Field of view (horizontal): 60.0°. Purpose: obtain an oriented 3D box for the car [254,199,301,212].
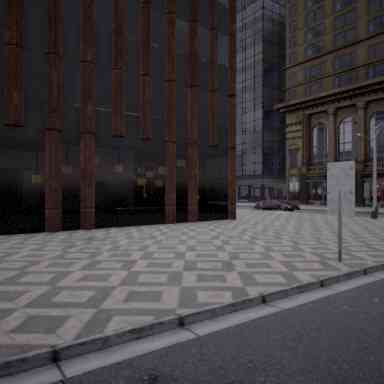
[{"bbox_3d":[9.344,1.468,37.010,2.033,1.411,5.357,0,0,-35],"label":"car"}]
